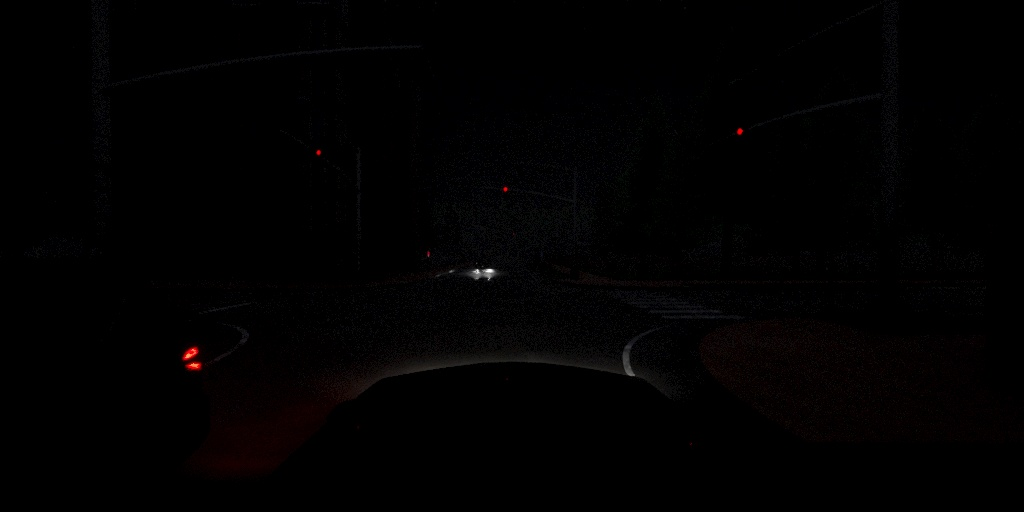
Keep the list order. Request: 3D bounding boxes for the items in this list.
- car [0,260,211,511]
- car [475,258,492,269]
[{"bbox_3d":[-3.506,1.098,0.538,2.150,2.045,5.566,0,2,0],"label":"car"},{"bbox_3d":[-3.498,0.901,44.863,1.895,1.301,4.718,0,1,0],"label":"car"}]
